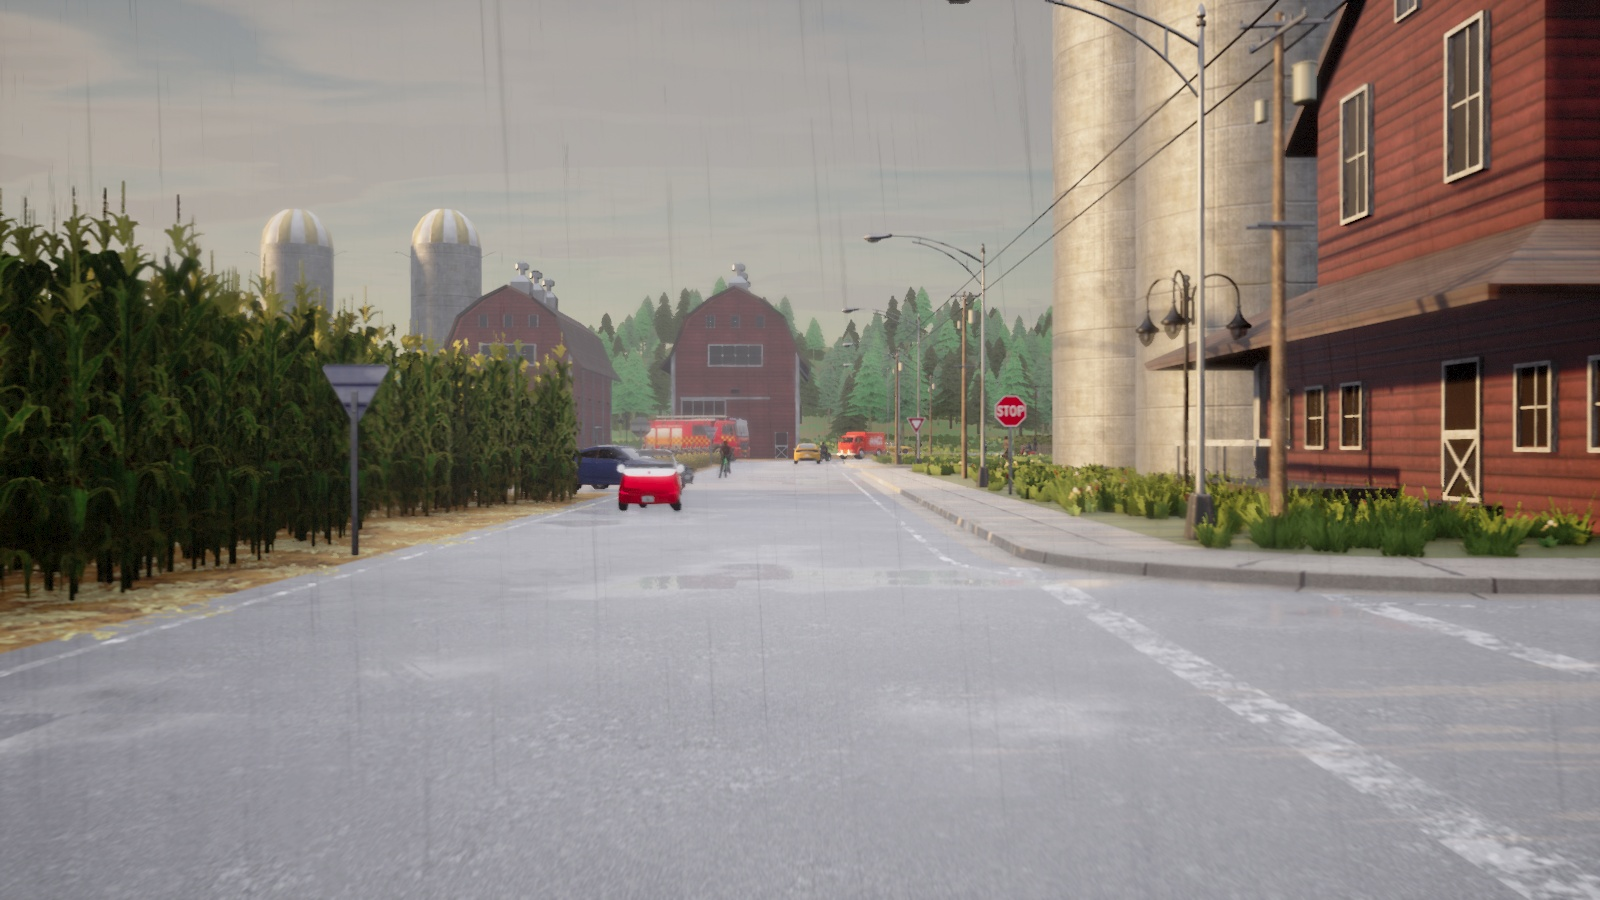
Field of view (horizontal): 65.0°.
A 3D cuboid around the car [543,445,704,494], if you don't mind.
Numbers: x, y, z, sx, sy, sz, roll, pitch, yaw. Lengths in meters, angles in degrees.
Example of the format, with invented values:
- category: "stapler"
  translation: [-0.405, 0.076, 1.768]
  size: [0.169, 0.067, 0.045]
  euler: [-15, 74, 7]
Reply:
- category: "car"
  translation: [-5.480, 0.564, 38.915]
  size: [4.674, 1.442, 1.812]
  euler: [0, 0, 25]

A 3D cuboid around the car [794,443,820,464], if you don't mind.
- category: "car"
  translation: [0.527, 0.240, 92.414]
  size: [1.882, 1.535, 5.008]
  euler: [0, 0, 0]

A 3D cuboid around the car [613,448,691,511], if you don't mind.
- category: "car"
  translation: [-3.322, 0.649, 28.494]
  size: [1.481, 1.376, 2.207]
  euler: [0, 0, 0]
